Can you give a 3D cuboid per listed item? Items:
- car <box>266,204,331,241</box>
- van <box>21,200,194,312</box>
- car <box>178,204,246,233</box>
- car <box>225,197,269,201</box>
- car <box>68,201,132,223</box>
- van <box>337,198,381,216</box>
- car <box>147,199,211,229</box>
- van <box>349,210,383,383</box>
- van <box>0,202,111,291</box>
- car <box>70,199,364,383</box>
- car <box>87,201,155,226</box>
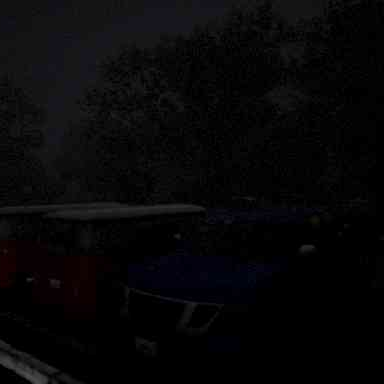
[{"bbox_3d":[6.091,1.536,18.505,1.946,1.575,5.366,0,0,35],"label":"car"},{"bbox_3d":[-1.090,1.309,7.477,1.878,1.987,4.442,0,0,35],"label":"van"},{"bbox_3d":[1.441,1.596,21.546,2.163,1.488,4.792,0,0,35],"label":"car"},{"bbox_3d":[3.735,1.302,19.986,2.435,2.045,5.566,0,0,35],"label":"car"},{"bbox_3d":[-7.591,1.623,28.005,2.231,1.521,4.892,0,0,35],"label":"car"},{"bbox_3d":[8.311,1.299,16.843,1.878,1.987,4.442,0,0,35],"label":"van"},{"bbox_3d":[-0.789,1.455,23.203,2.185,1.767,4.553,0,0,35],"label":"car"},{"bbox_3d":[3.479,1.280,4.231,1.878,1.987,4.442,-1,0,35],"label":"van"},{"bbox_3d":[-3.375,1.323,9.100,1.878,1.987,4.442,0,0,35],"label":"van"},{"bbox_3d":[1.112,1.269,5.735,2.435,2.045,5.566,0,0,35],"label":"car"},{"bbox_3d":[-5.438,1.605,26.241,1.946,1.575,5.366,0,0,35],"label":"car"}]
